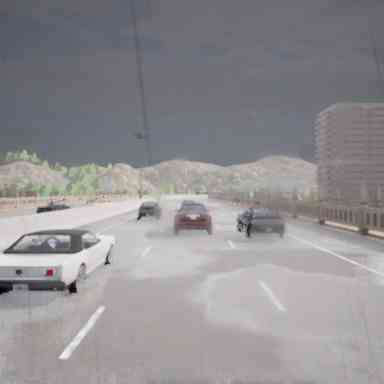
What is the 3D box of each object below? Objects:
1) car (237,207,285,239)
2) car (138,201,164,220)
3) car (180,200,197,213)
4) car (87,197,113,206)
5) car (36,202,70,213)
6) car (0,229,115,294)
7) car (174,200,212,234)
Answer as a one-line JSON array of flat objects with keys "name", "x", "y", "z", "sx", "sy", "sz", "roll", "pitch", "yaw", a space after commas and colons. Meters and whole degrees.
[{"name": "car", "x": 3.560, "y": 1.550, "z": 17.842, "sx": 2.128, "sy": 1.511, "sz": 4.902, "roll": 0, "pitch": 0, "yaw": 0}, {"name": "car", "x": -3.652, "y": 1.600, "z": 29.392, "sx": 1.837, "sy": 1.490, "sz": 4.892, "roll": 0, "pitch": 0, "yaw": -1}, {"name": "car", "x": -0.467, "y": 1.680, "z": 40.864, "sx": 2.033, "sy": 1.411, "sz": 5.357, "roll": 0, "pitch": 0, "yaw": -2}, {"name": "car", "x": -11.159, "y": 1.612, "z": 41.633, "sx": 1.882, "sy": 1.535, "sz": 5.008, "roll": 0, "pitch": 0, "yaw": -1}, {"name": "car", "x": -14.471, "y": 1.714, "z": 34.886, "sx": 1.895, "sy": 1.301, "sz": 4.718, "roll": 0, "pitch": 0, "yaw": -1}, {"name": "car", "x": -3.412, "y": 1.630, "z": 8.848, "sx": 1.895, "sy": 1.301, "sz": 4.718, "roll": 0, "pitch": 0, "yaw": 0}, {"name": "car", "x": 0.036, "y": 1.417, "z": 19.864, "sx": 2.097, "sy": 1.767, "sz": 4.553, "roll": 0, "pitch": 0, "yaw": -1}]
